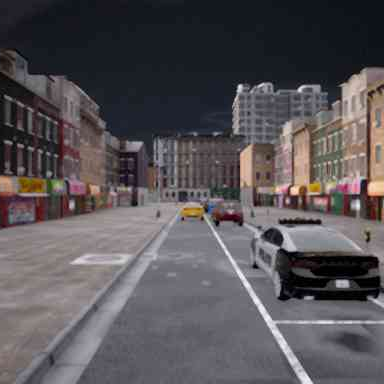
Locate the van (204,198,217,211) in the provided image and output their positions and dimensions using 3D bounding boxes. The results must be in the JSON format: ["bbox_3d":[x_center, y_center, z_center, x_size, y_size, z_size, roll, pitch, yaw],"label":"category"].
[{"bbox_3d":[2.575,1.694,46.736,1.690,1.788,3.998,0,0,0],"label":"van"}]

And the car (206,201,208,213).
[{"bbox_3d":[2.597,1.779,30.309,2.008,1.369,4.403,0,0,0],"label":"car"}]

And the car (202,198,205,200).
[{"bbox_3d":[2.582,1.626,41.261,2.192,1.841,5.009,0,0,0],"label":"car"}]

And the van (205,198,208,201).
[{"bbox_3d":[2.589,1.611,35.785,1.690,1.788,3.998,0,0,0],"label":"van"}]

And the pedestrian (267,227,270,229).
[{"bbox_3d":[2.736,1.761,11.657,0.500,1.100,0.500,0,0,0],"label":"pedestrian"}]

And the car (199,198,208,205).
[{"bbox_3d":[2.539,2.110,74.112,2.008,1.369,4.403,0,0,0],"label":"car"}]

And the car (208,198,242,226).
[{"bbox_3d":[2.603,1.502,24.835,2.192,1.841,5.009,0,0,0],"label":"car"}]

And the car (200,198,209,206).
[{"bbox_3d":[2.546,2.044,68.807,1.752,1.417,4.829,0,0,0],"label":"car"}]

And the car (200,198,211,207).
[{"bbox_3d":[2.553,1.917,63.162,1.967,1.590,4.097,0,0,0],"label":"car"}]

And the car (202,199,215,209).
[{"bbox_3d":[2.568,1.921,52.380,1.752,1.417,4.829,0,0,0],"label":"car"}]

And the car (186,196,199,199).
[{"bbox_3d":[0.027,1.559,44.316,2.150,2.045,5.566,0,0,0],"label":"car"}]

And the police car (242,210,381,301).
[{"bbox_3d":[2.740,1.490,8.652,1.930,1.638,5.238,0,0,0],"label":"police car"}]

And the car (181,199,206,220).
[{"bbox_3d":[0.048,1.711,30.938,1.882,1.535,5.008,0,-1,0],"label":"car"}]
